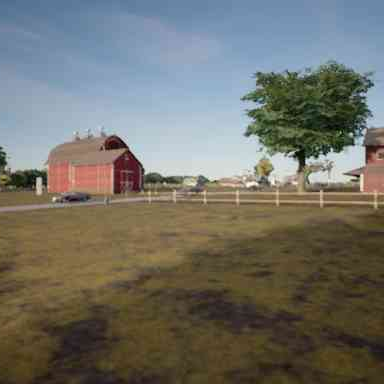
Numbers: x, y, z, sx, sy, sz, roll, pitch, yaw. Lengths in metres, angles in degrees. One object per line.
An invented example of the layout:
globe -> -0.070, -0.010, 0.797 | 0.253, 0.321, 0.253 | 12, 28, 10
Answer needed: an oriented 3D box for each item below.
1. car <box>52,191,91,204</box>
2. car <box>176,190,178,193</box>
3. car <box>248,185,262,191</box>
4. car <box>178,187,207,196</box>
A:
car -> -14.749, 0.616, 40.833 | 2.128, 1.511, 4.902 | 0, 2, 35
car -> -1.081, -0.160, 59.876 | 2.033, 1.411, 5.357 | 0, 2, 36
car -> 14.742, -0.958, 77.350 | 1.837, 1.490, 4.892 | 0, 1, 35
car -> 0.436, -0.125, 57.140 | 2.033, 1.411, 5.357 | 0, 2, 36
